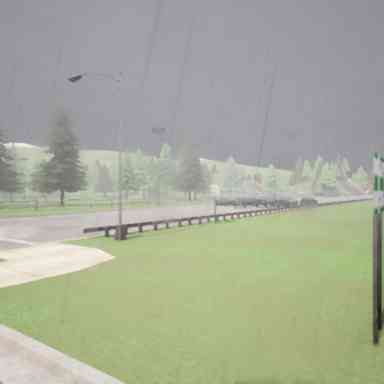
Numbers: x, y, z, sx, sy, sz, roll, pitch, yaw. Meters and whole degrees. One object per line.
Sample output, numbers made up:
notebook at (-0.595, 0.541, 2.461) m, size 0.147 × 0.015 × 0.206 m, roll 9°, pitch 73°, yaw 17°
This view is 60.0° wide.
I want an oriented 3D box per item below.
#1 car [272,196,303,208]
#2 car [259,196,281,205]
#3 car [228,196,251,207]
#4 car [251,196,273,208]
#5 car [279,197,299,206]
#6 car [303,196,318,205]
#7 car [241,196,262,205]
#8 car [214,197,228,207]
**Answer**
car at (13.214, 1.498, 45.833) m, size 1.837 × 1.490 × 4.892 m, roll 0°, pitch 0°, yaw 35°
car at (13.812, 1.482, 58.985) m, size 2.128 × 1.511 × 4.902 m, roll 0°, pitch 0°, yaw 35°
car at (7.982, 1.482, 50.554) m, size 2.128 × 1.511 × 4.902 m, roll 0°, pitch 0°, yaw 35°
car at (10.851, 1.497, 48.550) m, size 1.837 × 1.490 × 4.892 m, roll 0°, pitch 0°, yaw 35°
car at (16.697, 1.593, 57.004) m, size 1.895 × 1.301 × 4.718 m, roll 0°, pitch 0°, yaw 35°
car at (19.074, 1.498, 54.296) m, size 1.837 × 1.490 × 4.892 m, roll 0°, pitch 0°, yaw 35°
car at (10.943, 1.467, 60.991) m, size 1.882 × 1.535 × 5.008 m, roll 0°, pitch 0°, yaw 35°
car at (5.284, 1.553, 52.790) m, size 1.994 × 1.385 × 4.181 m, roll 0°, pitch 0°, yaw 35°
